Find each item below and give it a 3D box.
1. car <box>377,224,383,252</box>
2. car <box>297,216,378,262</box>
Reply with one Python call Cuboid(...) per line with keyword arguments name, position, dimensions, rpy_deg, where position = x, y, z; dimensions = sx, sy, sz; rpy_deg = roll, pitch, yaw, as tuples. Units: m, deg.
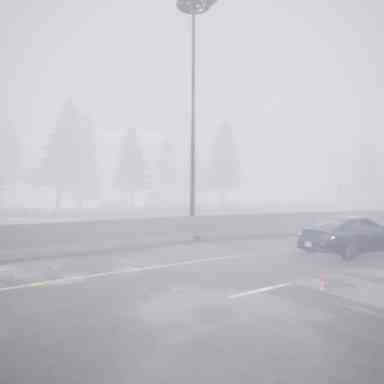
Cuboid(name="car", position=(7.454, 1.651, 9.257), dimensions=(4.181, 1.385, 1.994), rpy_deg=(0, 0, -29))
Cuboid(name="car", position=(5.991, 1.616, 12.443), dimensions=(4.674, 1.442, 1.812), rpy_deg=(0, 0, -29))
